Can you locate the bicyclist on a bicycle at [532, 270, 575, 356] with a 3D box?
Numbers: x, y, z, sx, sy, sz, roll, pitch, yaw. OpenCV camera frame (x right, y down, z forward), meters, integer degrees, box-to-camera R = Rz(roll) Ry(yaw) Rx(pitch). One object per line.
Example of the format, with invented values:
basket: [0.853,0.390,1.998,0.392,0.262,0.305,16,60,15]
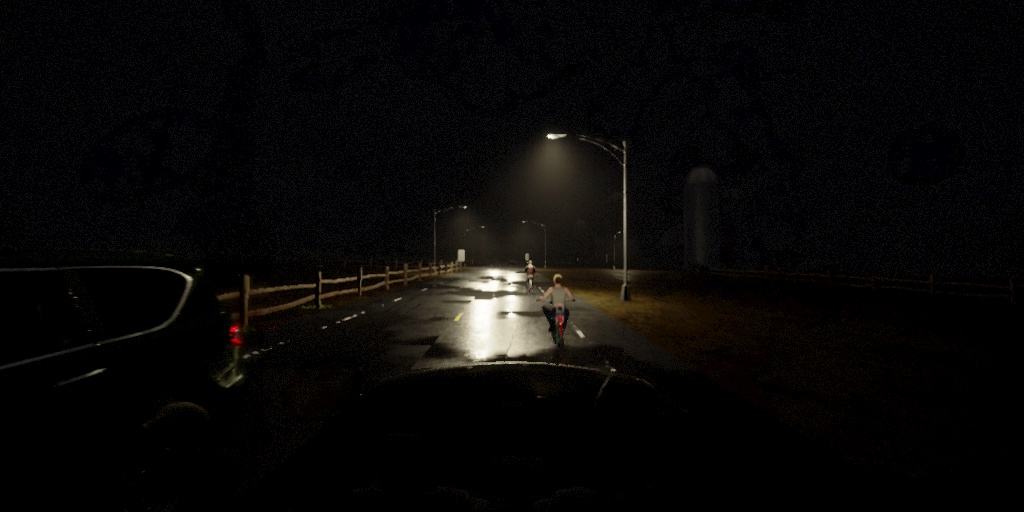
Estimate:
bicyclist on a bicycle: [0.967,1.183,7.684,0.866,1.612,1.509,0,1,0]

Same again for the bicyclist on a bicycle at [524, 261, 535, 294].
bicyclist on a bicycle: [0.968,1.132,19.127,0.659,1.776,1.843,0,0,0]

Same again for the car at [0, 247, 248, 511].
car: [-3.601,0.970,1.107,2.150,2.045,5.566,0,0,0]
